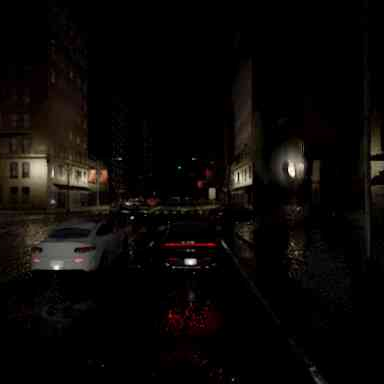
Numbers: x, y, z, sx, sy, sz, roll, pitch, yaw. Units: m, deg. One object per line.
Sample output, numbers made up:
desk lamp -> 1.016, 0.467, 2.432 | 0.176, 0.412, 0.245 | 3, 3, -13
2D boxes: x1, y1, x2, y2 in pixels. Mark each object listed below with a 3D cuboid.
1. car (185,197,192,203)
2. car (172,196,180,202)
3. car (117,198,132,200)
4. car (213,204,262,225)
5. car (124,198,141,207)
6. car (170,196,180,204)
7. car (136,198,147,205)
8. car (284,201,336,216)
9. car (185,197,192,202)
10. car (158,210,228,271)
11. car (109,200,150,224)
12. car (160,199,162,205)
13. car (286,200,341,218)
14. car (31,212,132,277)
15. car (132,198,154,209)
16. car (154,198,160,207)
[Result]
car -> -0.838, 1.967, 79.254 | 2.128, 1.511, 4.902 | 0, 0, -1
car -> -4.185, 1.796, 88.851 | 1.882, 1.535, 5.008 | 0, 0, -1
car -> -10.368, 1.789, 48.947 | 1.837, 1.490, 4.892 | 0, 0, 0
car -> 3.212, 1.631, 24.640 | 4.674, 1.442, 1.812 | 1, -2, -38
car -> -10.433, 1.830, 59.076 | 2.128, 1.511, 4.902 | 0, 0, 0
car -> -4.080, 1.956, 78.431 | 2.128, 1.511, 4.902 | 0, 0, -1
car -> -10.489, 1.918, 69.290 | 1.812, 1.442, 4.674 | 0, 0, -1
car -> 12.695, 1.798, 35.971 | 5.008, 1.535, 1.882 | 0, -1, 0
car -> -0.939, 2.083, 89.327 | 1.895, 1.301, 4.718 | 0, 0, -1
car -> -0.055, 1.571, 11.110 | 1.837, 1.490, 4.892 | 0, 0, -1
car -> -5.028, 1.577, 24.948 | 2.128, 1.511, 4.902 | 1, -1, -23
car -> -7.225, 1.933, 68.013 | 2.033, 1.411, 5.357 | 0, 0, -1
car -> 12.091, 1.610, 32.714 | 4.553, 1.767, 2.097 | 0, -1, -1
car -> -3.298, 1.587, 10.390 | 1.812, 1.442, 4.674 | 0, 0, 0
car -> -7.119, 1.786, 48.526 | 1.837, 1.490, 4.892 | 0, 0, 0
car -> -7.181, 1.856, 57.550 | 1.812, 1.442, 4.674 | 0, 0, 0
